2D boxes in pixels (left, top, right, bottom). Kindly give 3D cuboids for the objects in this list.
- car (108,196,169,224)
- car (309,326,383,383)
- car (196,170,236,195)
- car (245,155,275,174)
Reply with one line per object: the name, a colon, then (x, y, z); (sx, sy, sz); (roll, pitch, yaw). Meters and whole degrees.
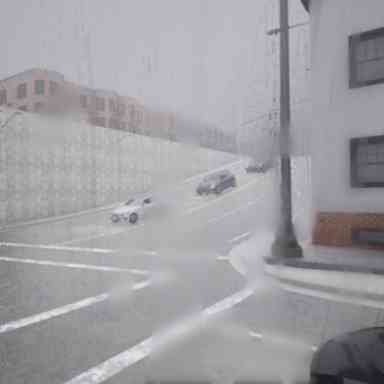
car: (-3.429, 1.058, 22.145); (1.812, 1.442, 4.674); (-1, 6, 35)
car: (3.048, 1.506, 1.808); (4.674, 1.442, 1.812); (-1, 0, 36)
car: (2.176, -0.930, 30.186); (2.097, 1.767, 4.553); (-1, 13, 34)
car: (7.829, -3.304, 38.211); (2.097, 1.767, 4.553); (-1, 13, 35)
